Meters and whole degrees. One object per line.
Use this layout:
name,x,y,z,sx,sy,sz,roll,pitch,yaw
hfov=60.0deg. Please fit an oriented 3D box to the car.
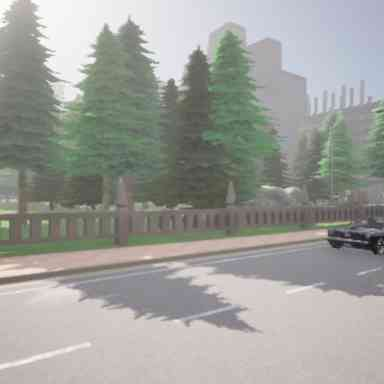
car,7.612,1.699,13.720,4.718,1.301,1.895,0,0,-35
